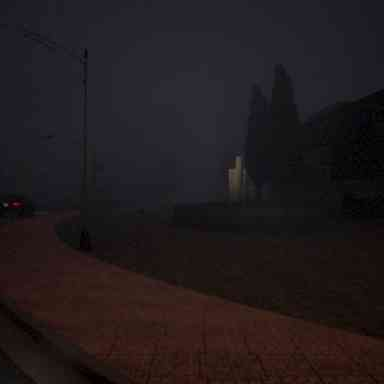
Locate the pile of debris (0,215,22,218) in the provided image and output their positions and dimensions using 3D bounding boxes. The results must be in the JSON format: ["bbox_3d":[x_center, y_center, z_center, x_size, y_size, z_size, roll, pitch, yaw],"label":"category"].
[{"bbox_3d":[-16.735,2.240,30.545,1.500,0.140,1.860,0,0,-10],"label":"pile of debris"}]

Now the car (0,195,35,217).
[{"bbox_3d":[-16.862,1.287,31.932,2.150,2.045,5.566,0,-1,-11],"label":"car"}]
